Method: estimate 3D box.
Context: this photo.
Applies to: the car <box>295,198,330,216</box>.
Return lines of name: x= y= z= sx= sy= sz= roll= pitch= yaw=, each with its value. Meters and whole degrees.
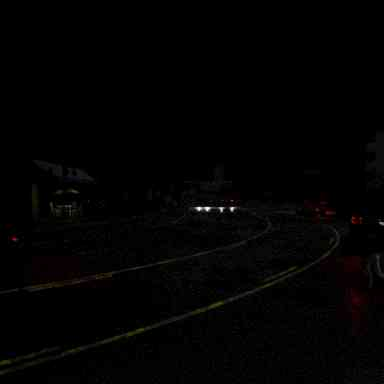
car: x=11.646 y=1.477 z=32.941 sx=1.882 sy=1.535 sz=5.008 roll=0 pitch=0 yaw=3

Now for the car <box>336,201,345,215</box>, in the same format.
car: x=14.993 y=1.505 z=30.976 sx=1.837 sy=1.490 sz=4.892 roll=0 pitch=0 yaw=4

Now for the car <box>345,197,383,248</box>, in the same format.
car: x=7.995 y=1.223 z=14.252 sx=2.150 sy=2.045 sz=5.566 roll=0 pitch=0 yaw=28

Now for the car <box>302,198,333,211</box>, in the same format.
car: x=15.502 y=1.491 z=41.309 sx=2.128 sy=1.511 sz=4.902 roll=0 pitch=0 yaw=2

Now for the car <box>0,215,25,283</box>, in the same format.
car: x=-6.607 y=1.352 z=7.916 sx=4.553 sy=1.767 sz=2.097 roll=0 pitch=0 yaw=-37

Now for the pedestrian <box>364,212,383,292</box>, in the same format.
pedestrian: x=4.085 y=1.294 z=7.321 sx=0.375 sy=1.860 sz=0.375 roll=0 pitch=0 yaw=40

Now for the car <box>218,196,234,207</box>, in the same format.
car: x=5.229 y=1.359 z=51.528 sx=2.097 sy=1.767 sz=4.553 roll=0 pitch=0 yaw=1

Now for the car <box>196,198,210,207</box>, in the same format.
car: x=1.701 y=1.565 z=50.709 sx=1.994 sy=1.385 sz=4.181 roll=0 pitch=0 yaw=2
